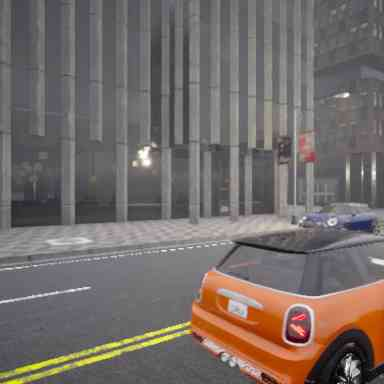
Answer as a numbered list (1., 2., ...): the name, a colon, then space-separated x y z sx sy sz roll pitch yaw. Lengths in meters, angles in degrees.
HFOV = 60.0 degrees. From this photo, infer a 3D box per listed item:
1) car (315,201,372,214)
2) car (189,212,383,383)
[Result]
1. car: 7.521 1.373 16.953 4.553 1.767 2.097 0 0 -35
2. car: 2.250 1.360 5.049 4.553 1.767 2.097 0 0 -36
